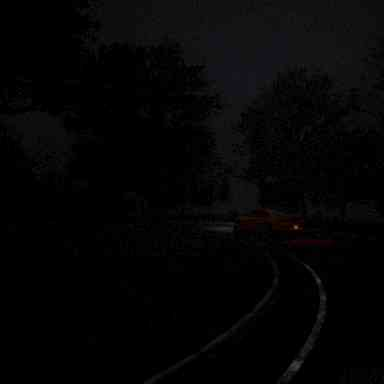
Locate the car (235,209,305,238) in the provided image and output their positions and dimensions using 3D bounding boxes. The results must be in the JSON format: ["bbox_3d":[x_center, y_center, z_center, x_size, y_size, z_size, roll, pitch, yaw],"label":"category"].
[{"bbox_3d":[4.383,1.730,19.631,1.882,1.535,5.008,1,-1,-25],"label":"car"}]
